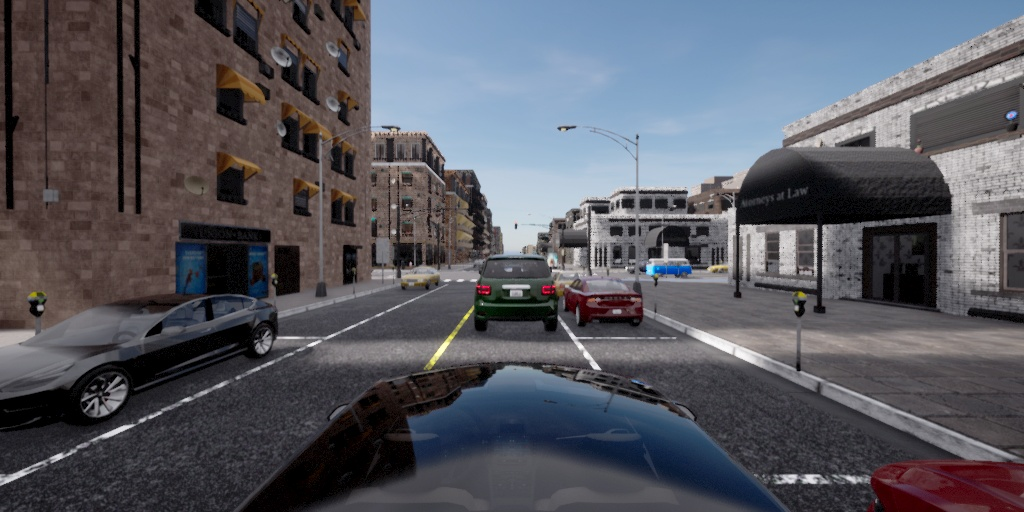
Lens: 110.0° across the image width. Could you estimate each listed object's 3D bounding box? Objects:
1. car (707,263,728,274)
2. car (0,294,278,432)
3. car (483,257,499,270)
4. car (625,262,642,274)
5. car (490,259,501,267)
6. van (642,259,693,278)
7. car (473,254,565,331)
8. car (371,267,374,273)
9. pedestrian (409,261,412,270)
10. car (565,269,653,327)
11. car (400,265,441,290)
[{"bbox_3d":[25.518,1.304,42.010,4.829,1.417,1.751,0,0,0],"label":"car"},{"bbox_3d":[-5.688,1.313,5.720,1.948,1.339,4.313,0,0,0],"label":"car"},{"bbox_3d":[-3.046,1.102,52.586,2.097,1.767,4.553,0,0,0],"label":"car"},{"bbox_3d":[14.957,1.260,39.358,4.902,1.511,2.128,0,0,-2],"label":"car"},{"bbox_3d":[-2.992,1.267,65.234,1.837,1.490,4.892,0,0,1],"label":"car"},{"bbox_3d":[14.682,1.151,33.558,3.998,1.789,1.690,0,0,0],"label":"van"},{"bbox_3d":[0.105,0.967,11.076,2.150,2.045,5.566,0,0,0],"label":"car"},{"bbox_3d":[-16.453,1.329,35.937,4.718,1.301,1.895,0,0,0],"label":"car"},{"bbox_3d":[-12.595,1.194,44.698,0.500,1.100,0.500,0,0,0],"label":"pedestrian"},{"bbox_3d":[2.697,1.291,11.404,1.888,1.381,4.507,0,0,0],"label":"car"},{"bbox_3d":[-5.674,1.269,22.639,1.751,1.417,4.829,0,0,0],"label":"car"}]
